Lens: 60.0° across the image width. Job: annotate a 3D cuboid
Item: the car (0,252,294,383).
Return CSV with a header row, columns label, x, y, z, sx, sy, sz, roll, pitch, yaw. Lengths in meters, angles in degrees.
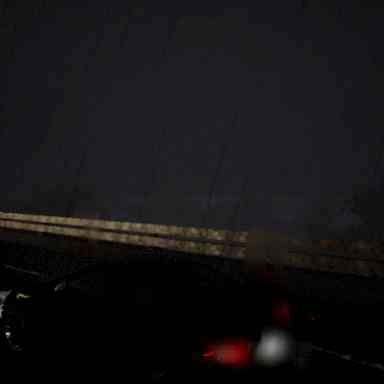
label,x,y,z,sx,sy,sz,roll,pitch,yaw
car,-0.808,1.557,4.584,4.181,1.385,1.994,0,0,36
